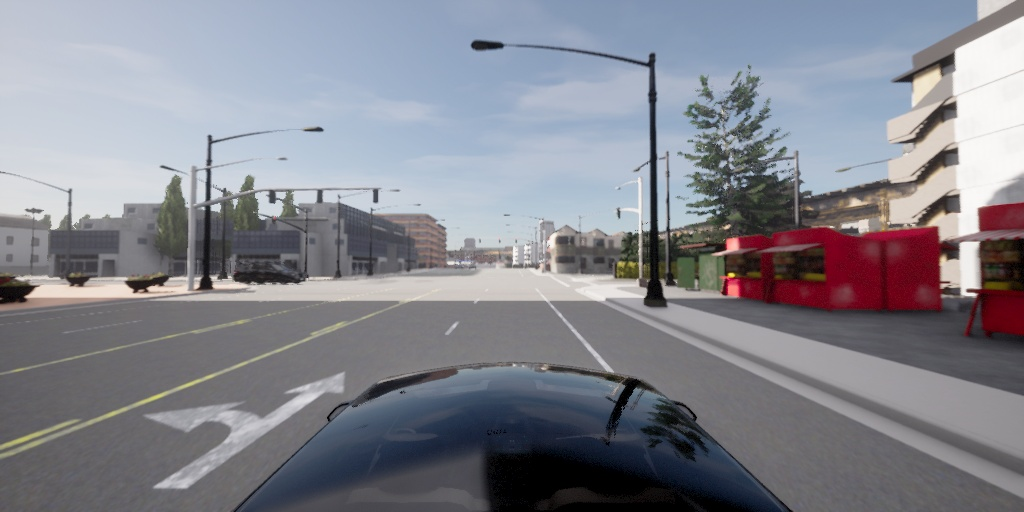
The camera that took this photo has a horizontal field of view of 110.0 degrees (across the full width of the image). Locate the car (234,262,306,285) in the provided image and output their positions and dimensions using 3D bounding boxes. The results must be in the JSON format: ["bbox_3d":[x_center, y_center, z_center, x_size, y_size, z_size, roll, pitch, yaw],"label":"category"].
[{"bbox_3d":[-21.313,1.621,31.676,5.566,2.045,2.150,1,-2,0],"label":"car"}]
